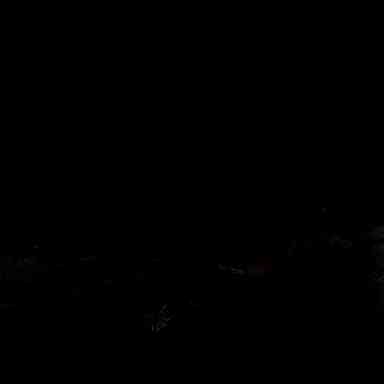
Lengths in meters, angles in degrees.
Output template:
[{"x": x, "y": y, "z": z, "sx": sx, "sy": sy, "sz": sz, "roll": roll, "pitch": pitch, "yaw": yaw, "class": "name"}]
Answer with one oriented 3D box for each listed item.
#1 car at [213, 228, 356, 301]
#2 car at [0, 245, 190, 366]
[{"x": 2.448, "y": 1.582, "z": 8.280, "sx": 4.206, "sy": 1.307, "sz": 1.802, "roll": 0, "pitch": 0, "yaw": -35, "class": "car"}, {"x": -2.032, "y": 1.566, "z": 5.087, "sx": 4.313, "sy": 1.339, "sz": 1.947, "roll": 0, "pitch": 0, "yaw": -35, "class": "car"}]
